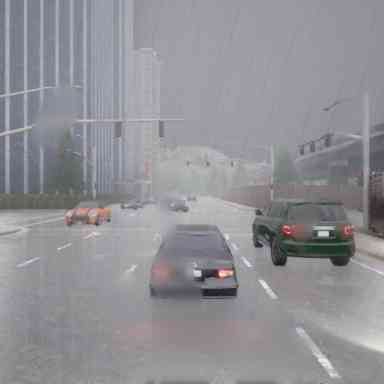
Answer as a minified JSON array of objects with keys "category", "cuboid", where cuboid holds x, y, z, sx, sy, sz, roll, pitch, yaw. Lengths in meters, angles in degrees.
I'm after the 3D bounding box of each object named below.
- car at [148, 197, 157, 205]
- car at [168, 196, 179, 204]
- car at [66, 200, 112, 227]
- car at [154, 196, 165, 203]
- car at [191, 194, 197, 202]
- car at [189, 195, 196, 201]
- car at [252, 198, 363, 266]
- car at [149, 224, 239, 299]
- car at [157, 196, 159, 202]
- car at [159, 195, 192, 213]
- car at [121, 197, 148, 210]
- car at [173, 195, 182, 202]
[{"category":"car","cuboid":[-7.067,1.525,57.258,1.812,1.442,4.674,0,0,0]},{"category":"car","cuboid":[-3.526,1.477,64.645,1.882,1.535,5.008,0,0,0]},{"category":"car","cuboid":[-7.095,1.379,23.245,2.097,1.767,4.553,0,0,0]},{"category":"car","cuboid":[-6.981,1.595,72.108,1.895,1.301,4.718,0,0,0]},{"category":"car","cuboid":[0.021,1.355,78.648,2.097,1.767,4.553,0,0,0]},{"category":"car","cuboid":[0.024,1.500,88.893,1.837,1.490,4.892,0,0,0]},{"category":"car","cuboid":[3.574,1.221,11.663,2.150,2.045,5.566,0,0,1]},{"category":"car","cuboid":[0.057,1.547,8.630,2.033,1.411,5.357,0,0,1]},{"category":"car","cuboid":[-3.583,1.352,49.495,2.097,1.767,4.553,0,0,0]},{"category":"car","cuboid":[-1.916,1.384,37.022,2.097,1.767,4.553,0,0,-18]},{"category":"car","cuboid":[-7.544,1.502,42.280,2.128,1.511,4.902,0,0,7]},{"category":"car","cuboid":[-3.479,1.455,79.921,1.882,1.535,5.008,0,0,0]}]
